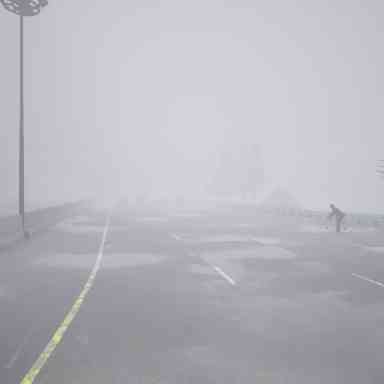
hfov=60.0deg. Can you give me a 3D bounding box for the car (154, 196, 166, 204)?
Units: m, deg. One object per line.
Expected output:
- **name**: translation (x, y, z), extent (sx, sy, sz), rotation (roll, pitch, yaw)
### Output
- **car**: translation (-6.005, 1.547, 62.673), extent (2.033, 1.411, 5.357), rotation (0, 0, -12)

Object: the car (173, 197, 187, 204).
- **car**: translation (-2.258, 1.547, 62.003), extent (2.033, 1.411, 5.357), rotation (0, 0, -12)

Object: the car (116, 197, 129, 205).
- **car**: translation (-12.291, 1.547, 58.907), extent (2.033, 1.411, 5.357), rotation (0, 0, -15)

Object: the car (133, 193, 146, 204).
- **car**: translation (-10.336, 1.221, 65.878), extent (2.150, 2.045, 5.566), rotation (0, 0, -13)

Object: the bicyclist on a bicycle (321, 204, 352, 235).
- **bicyclist on a bicycle**: translation (7.624, 1.455, 17.664), extent (0.582, 1.620, 1.656), rotation (0, -2, -41)
